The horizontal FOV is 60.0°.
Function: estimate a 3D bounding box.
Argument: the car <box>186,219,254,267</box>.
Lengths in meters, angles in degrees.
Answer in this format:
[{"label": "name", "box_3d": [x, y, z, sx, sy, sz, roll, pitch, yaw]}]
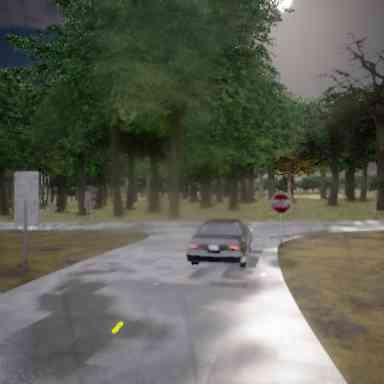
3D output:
[{"label": "car", "box_3d": [1.158, 1.667, 12.020, 2.033, 1.411, 5.357, 0, -1, 12]}]
